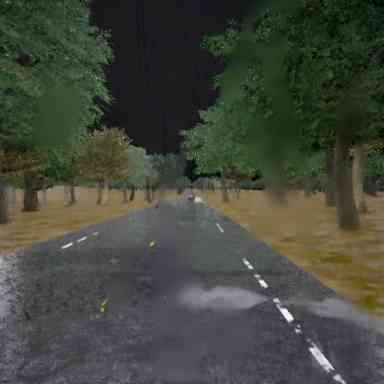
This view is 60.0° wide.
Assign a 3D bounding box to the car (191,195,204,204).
[{"bbox_3d":[1.234,1.628,64.770,1.812,1.442,4.674,0,0,0],"label":"car"}]

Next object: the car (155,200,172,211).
[{"bbox_3d":[-3.583,1.621,41.855,1.895,1.301,4.718,0,0,0],"label":"car"}]

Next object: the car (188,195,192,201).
[{"bbox_3d":[0.011,1.513,81.818,1.882,1.535,5.008,0,0,0],"label":"car"}]
